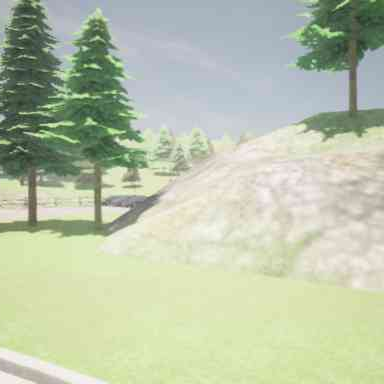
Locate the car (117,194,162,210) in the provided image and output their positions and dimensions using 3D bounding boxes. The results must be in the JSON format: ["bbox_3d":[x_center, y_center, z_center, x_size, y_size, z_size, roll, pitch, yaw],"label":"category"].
[{"bbox_3d":[-6.601,1.292,42.255,1.837,1.490,4.892,0,1,44],"label":"car"}]

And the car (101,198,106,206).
[{"bbox_3d":[-11.259,1.140,47.505,2.097,1.767,4.553,0,0,44],"label":"car"}]

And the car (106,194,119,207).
[{"bbox_3d":[-8.736,1.138,45.079,2.097,1.767,4.553,0,0,44],"label":"car"}]
